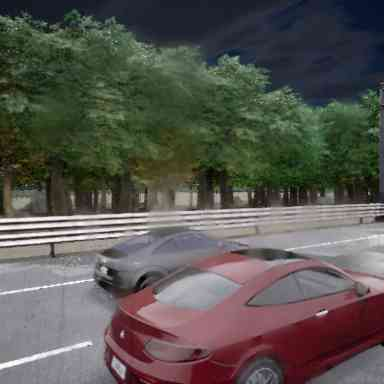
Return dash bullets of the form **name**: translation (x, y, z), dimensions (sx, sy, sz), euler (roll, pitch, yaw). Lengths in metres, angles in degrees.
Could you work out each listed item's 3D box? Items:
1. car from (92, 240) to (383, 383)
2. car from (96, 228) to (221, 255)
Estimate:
- **car**: translation (1.164, 1.524, 4.558), dimensions (4.674, 1.442, 1.812), euler (0, 0, -35)
- **car**: translation (-0.168, 1.560, 7.926), dimensions (4.181, 1.385, 1.994), euler (0, 0, -35)
